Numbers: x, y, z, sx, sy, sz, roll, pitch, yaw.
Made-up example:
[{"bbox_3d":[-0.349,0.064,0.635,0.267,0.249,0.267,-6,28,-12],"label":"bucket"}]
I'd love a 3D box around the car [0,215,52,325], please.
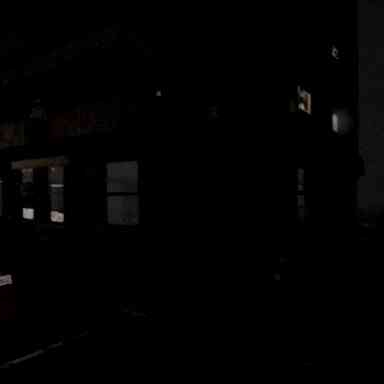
[{"bbox_3d":[-4.579,1.313,5.998,5.009,1.841,2.192,0,0,36],"label":"car"}]
